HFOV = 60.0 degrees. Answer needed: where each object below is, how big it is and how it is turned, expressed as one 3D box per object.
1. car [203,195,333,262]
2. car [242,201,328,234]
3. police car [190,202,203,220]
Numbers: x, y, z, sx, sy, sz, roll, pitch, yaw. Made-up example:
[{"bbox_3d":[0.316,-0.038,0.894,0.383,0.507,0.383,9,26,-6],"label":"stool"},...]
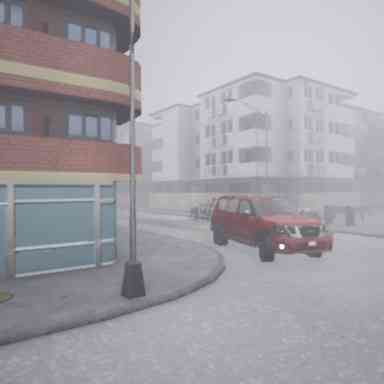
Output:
[{"bbox_3d":[2.574,1.155,12.339,2.150,2.045,5.566,1,0,-21],"label":"car"},{"bbox_3d":[5.190,1.363,19.233,1.812,1.442,4.674,-5,3,-35],"label":"car"},{"bbox_3d":[1.681,1.262,24.236,1.930,1.638,5.238,-5,3,-35],"label":"police car"}]
